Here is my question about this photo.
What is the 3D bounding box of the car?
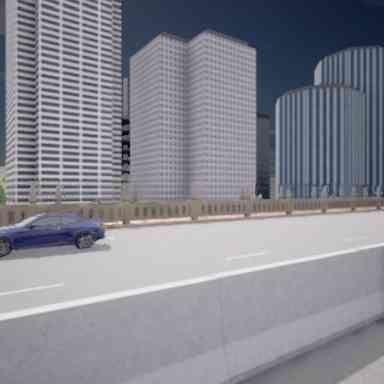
[{"bbox_3d":[-5.694,1.525,12.828,4.674,1.442,1.812,0,0,-35],"label":"car"}]
